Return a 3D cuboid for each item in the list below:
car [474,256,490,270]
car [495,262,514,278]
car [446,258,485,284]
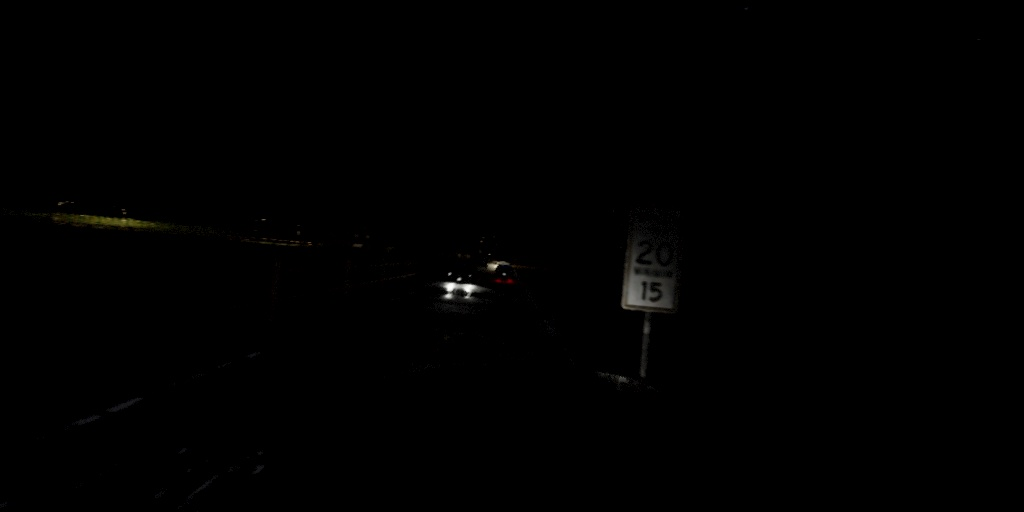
[{"bbox_3d":[-3.603,0.742,40.953,1.837,1.490,4.892,5,0,-1],"label":"car"},{"bbox_3d":[-0.756,1.473,36.746,1.895,1.301,4.718,5,0,-1],"label":"car"},{"bbox_3d":[-3.360,1.103,25.355,2.033,1.411,5.357,5,0,-1],"label":"car"}]
